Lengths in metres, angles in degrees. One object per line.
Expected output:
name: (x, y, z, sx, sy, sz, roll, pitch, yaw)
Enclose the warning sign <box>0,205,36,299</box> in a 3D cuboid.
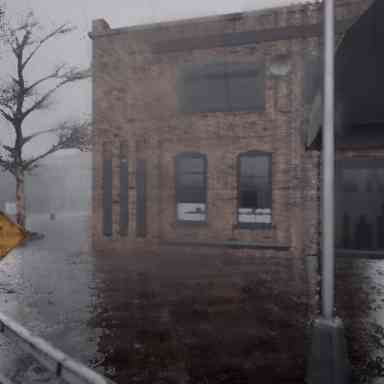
warning sign: (-4.247, 1.240, 7.182, 1.300, 1.860, 1.060, 2, -1, -43)
